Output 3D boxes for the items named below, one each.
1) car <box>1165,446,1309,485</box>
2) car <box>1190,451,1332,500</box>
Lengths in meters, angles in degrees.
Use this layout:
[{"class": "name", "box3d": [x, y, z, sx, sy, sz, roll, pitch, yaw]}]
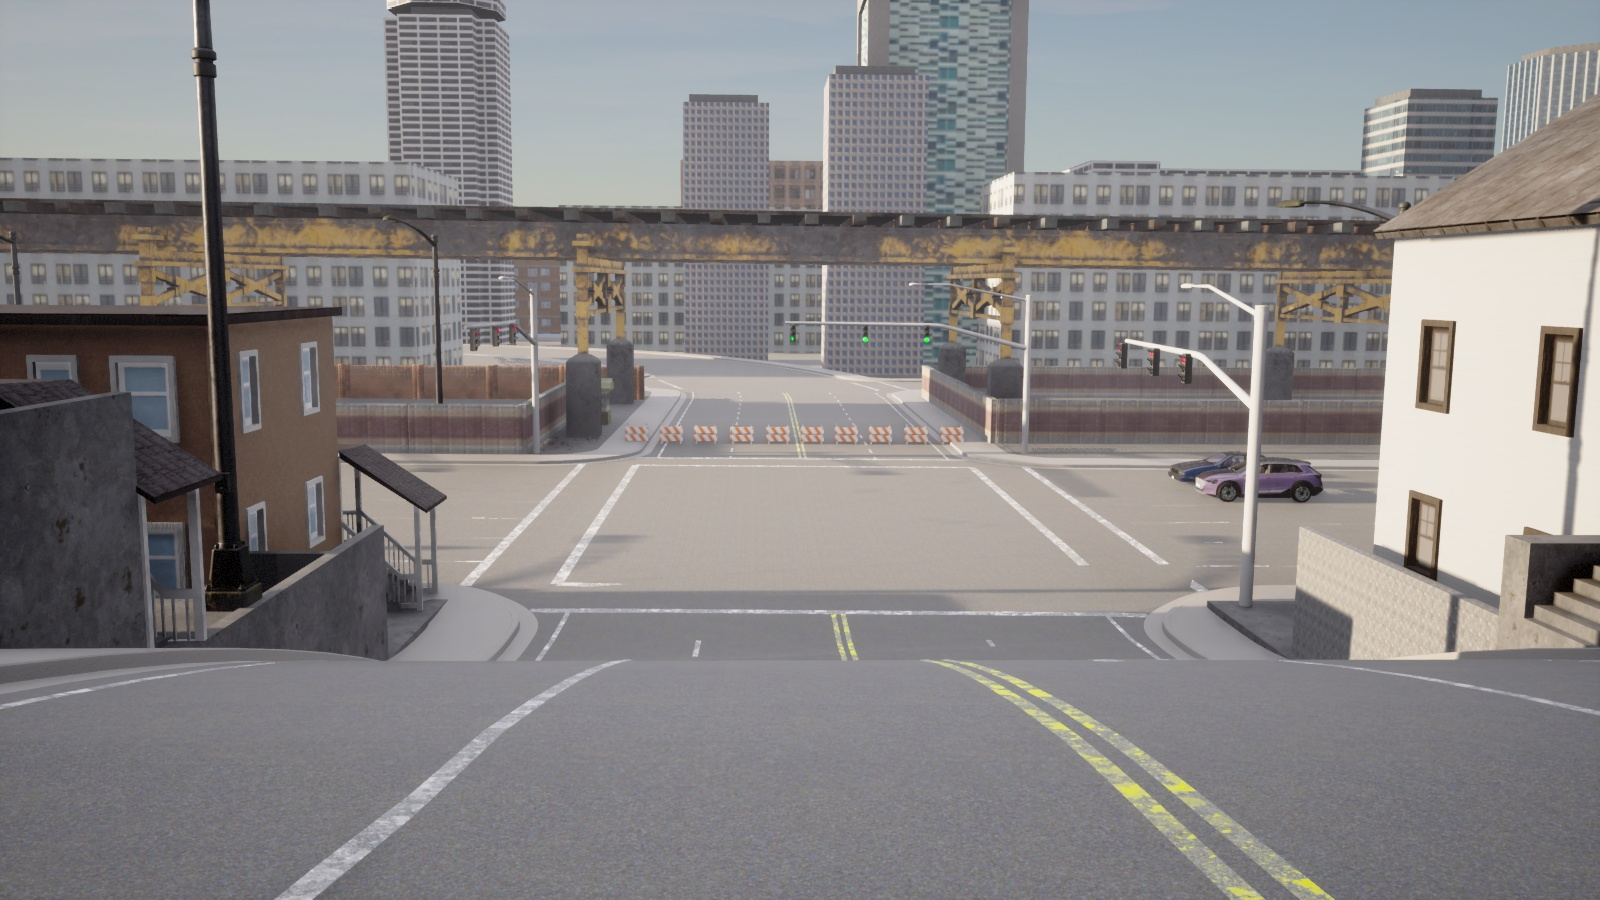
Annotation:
[{"class": "car", "box3d": [18.599, 0.645, 53.625, 5.357, 1.411, 2.033, 0, 8, 0]}, {"class": "car", "box3d": [18.334, 0.991, 50.135, 4.856, 1.649, 2.033, 0, 8, 0]}]
